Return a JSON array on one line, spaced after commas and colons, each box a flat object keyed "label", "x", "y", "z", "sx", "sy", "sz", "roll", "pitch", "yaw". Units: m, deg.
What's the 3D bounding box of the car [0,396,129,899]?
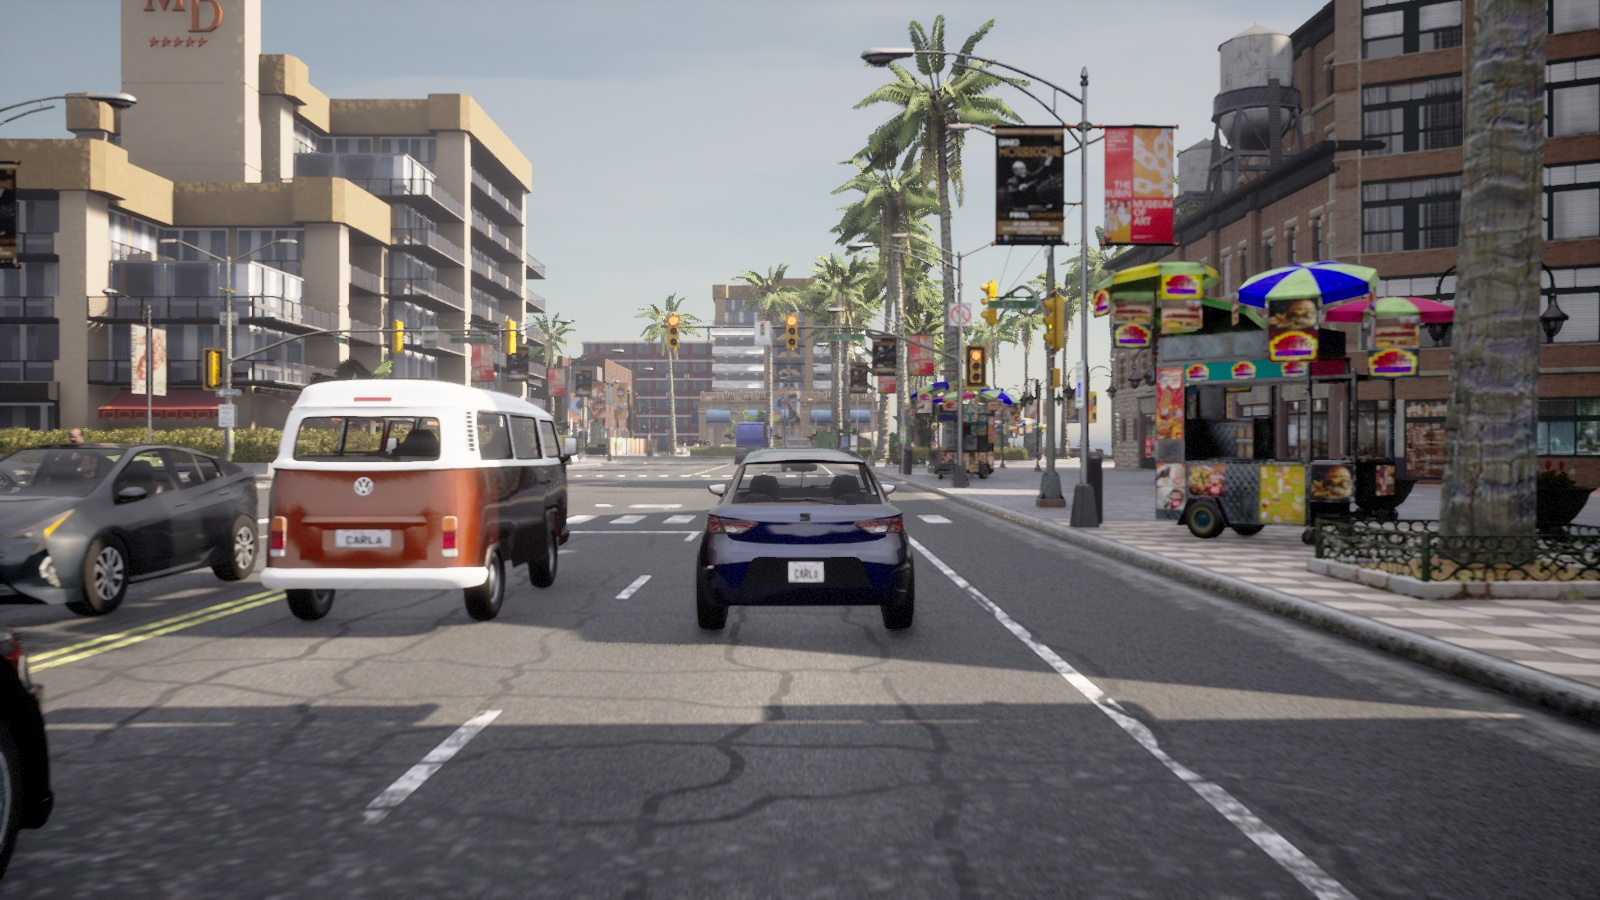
[{"label": "car", "x": -3.495, "y": 0.666, "z": 2.188, "sx": 2.033, "sy": 1.649, "sz": 4.856, "roll": 0, "pitch": 0, "yaw": 0}]

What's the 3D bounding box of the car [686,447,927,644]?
[{"label": "car", "x": 0.025, "y": 0.715, "z": 11.574, "sx": 1.816, "sy": 1.474, "sz": 4.193, "roll": 0, "pitch": 0, "yaw": -1}]

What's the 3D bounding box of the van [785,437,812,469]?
[{"label": "van", "x": -0.119, "y": 0.180, "z": 82.354, "sx": 1.775, "sy": 1.987, "sz": 4.442, "roll": 0, "pitch": 0, "yaw": -1}]

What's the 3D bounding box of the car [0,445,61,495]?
[{"label": "car", "x": -24.964, "y": 0.595, "z": 37.943, "sx": 4.193, "sy": 1.474, "sz": 1.816, "roll": 0, "pitch": 0, "yaw": 0}]

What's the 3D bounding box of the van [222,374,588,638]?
[{"label": "van", "x": -3.429, "y": 0.421, "z": 11.938, "sx": 2.069, "sy": 2.038, "sz": 4.480, "roll": 0, "pitch": 0, "yaw": 0}]

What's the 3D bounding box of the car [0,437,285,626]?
[{"label": "car", "x": -6.997, "y": 0.639, "z": 12.370, "sx": 2.007, "sy": 1.525, "sz": 4.514, "roll": 0, "pitch": 0, "yaw": 0}]
